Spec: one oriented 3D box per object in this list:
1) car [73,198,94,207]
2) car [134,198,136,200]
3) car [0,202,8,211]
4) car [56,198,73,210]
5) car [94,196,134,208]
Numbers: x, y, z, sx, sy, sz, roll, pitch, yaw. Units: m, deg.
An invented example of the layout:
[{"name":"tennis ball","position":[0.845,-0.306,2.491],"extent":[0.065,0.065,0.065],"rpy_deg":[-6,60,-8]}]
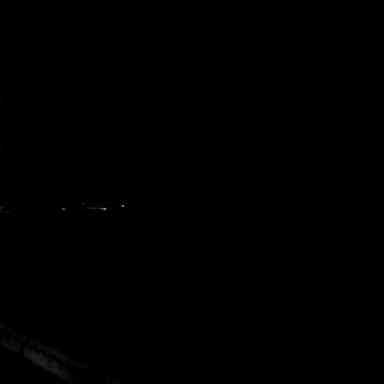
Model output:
[{"name":"car","position":[-16.404,1.511,47.878],"extent":[2.033,1.411,5.357],"rpy_deg":[0,0,39]},{"name":"car","position":[-10.145,1.425,55.654],"extent":[1.994,1.385,4.181],"rpy_deg":[0,1,38]},{"name":"car","position":[-22.204,1.562,40.674],"extent":[1.994,1.385,4.181],"rpy_deg":[0,0,38]},{"name":"car","position":[-17.839,1.542,40.508],"extent":[2.033,1.411,5.357],"rpy_deg":[0,0,39]},{"name":"car","position":[-11.300,1.438,48.632],"extent":[1.837,1.490,4.892],"rpy_deg":[0,1,39]}]
